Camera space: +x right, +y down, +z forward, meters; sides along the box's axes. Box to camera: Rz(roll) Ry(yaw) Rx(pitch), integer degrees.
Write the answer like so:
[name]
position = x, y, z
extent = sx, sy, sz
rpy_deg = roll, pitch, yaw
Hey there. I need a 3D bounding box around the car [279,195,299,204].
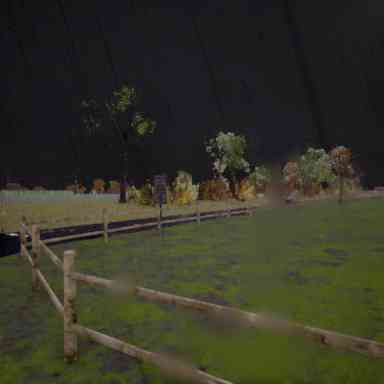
[car]
position = 14.458, 1.102, 49.659
extent = 1.994, 1.385, 4.181
rpy_deg = -2, 0, 35
